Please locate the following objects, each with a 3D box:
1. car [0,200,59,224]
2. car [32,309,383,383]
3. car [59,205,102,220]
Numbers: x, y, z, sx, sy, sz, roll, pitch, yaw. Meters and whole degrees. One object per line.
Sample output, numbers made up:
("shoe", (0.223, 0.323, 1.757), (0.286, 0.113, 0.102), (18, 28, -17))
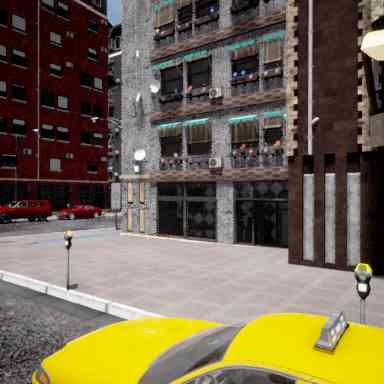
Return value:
("car", (-14.175, 1.593, 27.656), (2.192, 1.841, 5.009), (-1, -2, 35))
("car", (0.719, 1.525, 2.361), (4.829, 1.417, 1.752), (0, 0, 36))
("car", (-10.880, 1.926, 32.295), (1.887, 1.381, 4.507), (-1, -2, 35))
